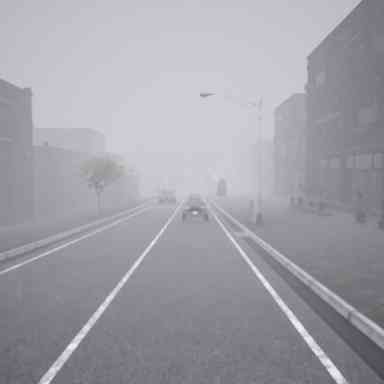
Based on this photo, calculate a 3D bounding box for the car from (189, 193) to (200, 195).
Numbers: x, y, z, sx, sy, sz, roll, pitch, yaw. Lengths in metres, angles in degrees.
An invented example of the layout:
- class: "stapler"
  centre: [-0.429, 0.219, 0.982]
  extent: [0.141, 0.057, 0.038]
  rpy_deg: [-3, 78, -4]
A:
- class: "car"
  centre: [0.343, 0.844, 48.870]
  extent: [2.163, 1.488, 4.792]
  rpy_deg: [0, 1, 1]

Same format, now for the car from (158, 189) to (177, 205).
- class: "car"
  centre: [-3.285, 0.633, 45.471]
  extent: [2.150, 2.045, 5.566]
  rpy_deg: [0, 1, 1]

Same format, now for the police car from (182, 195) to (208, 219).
- class: "police car"
  centre: [0.251, 1.294, 26.441]
  extent: [2.038, 1.542, 4.974]
  rpy_deg: [0, 1, 1]
